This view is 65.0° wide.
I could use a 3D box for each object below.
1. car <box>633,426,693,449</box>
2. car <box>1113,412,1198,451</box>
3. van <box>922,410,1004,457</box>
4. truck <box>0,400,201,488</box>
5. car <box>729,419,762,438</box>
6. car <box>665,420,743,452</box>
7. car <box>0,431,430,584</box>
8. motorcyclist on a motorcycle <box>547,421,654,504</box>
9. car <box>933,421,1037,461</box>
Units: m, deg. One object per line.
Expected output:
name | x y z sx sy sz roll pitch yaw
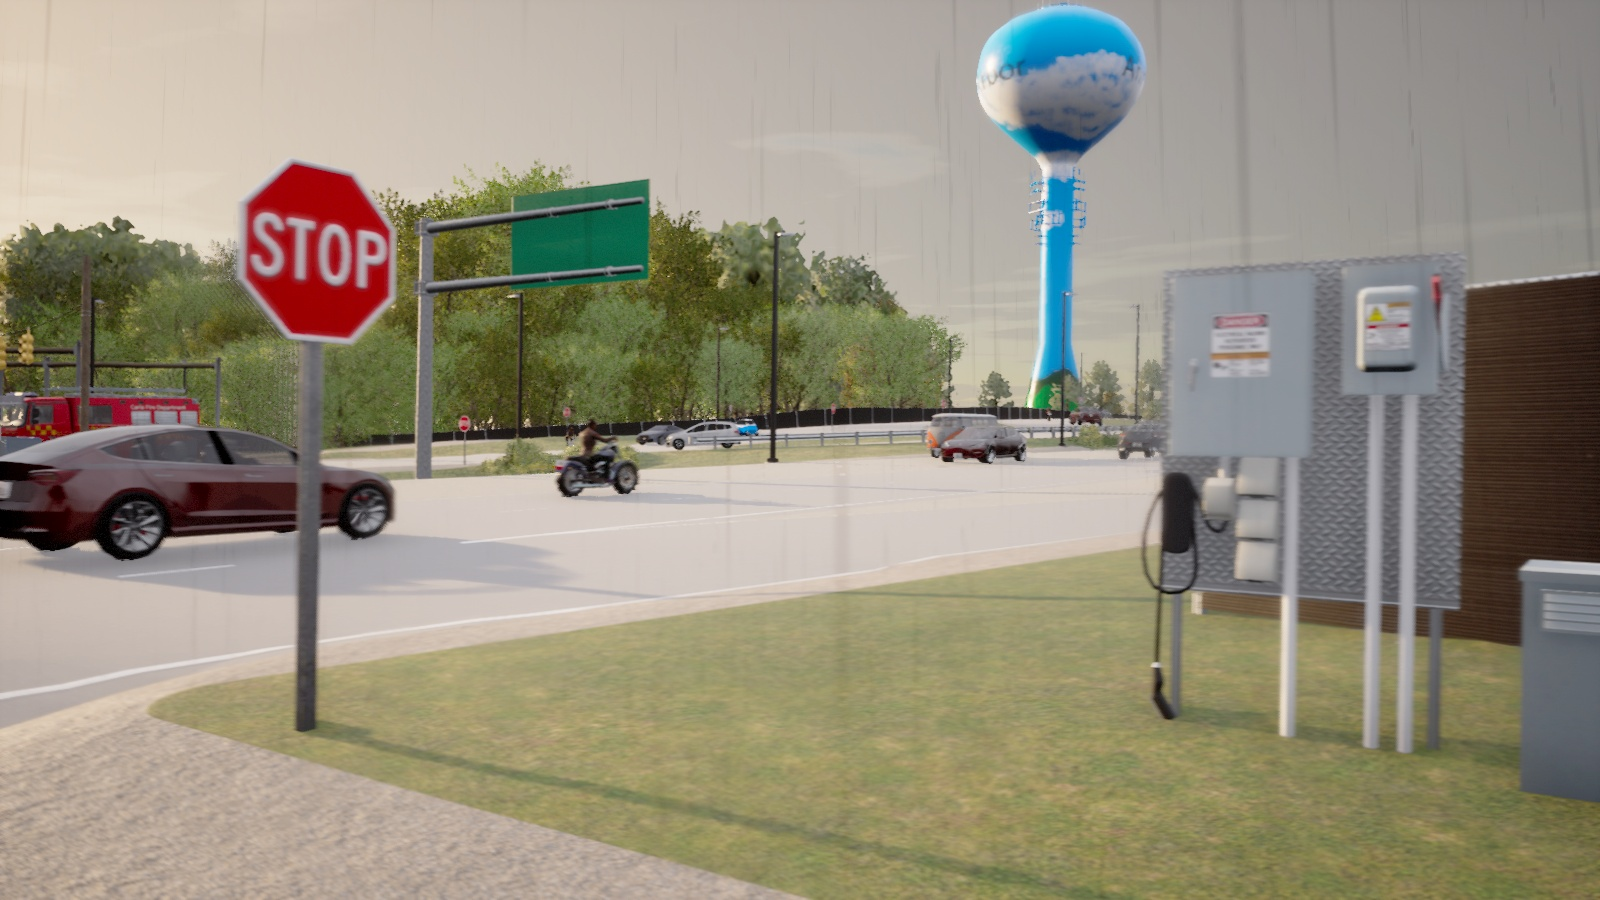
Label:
car | -9.787 -0.932 89.859 1.994 1.385 4.181 0 4 34
car | 15.863 -0.859 55.809 2.152 1.651 5.027 0 1 34
van | 7.237 -0.759 55.528 1.775 1.987 4.442 0 2 34
truck | -32.804 -0.393 58.488 2.891 3.827 8.468 0 2 33
car | -4.255 -1.668 97.867 1.481 1.376 2.207 0 4 34
car | -5.849 -0.846 76.508 4.611 1.667 2.242 -3 0 -5
car | -7.184 0.556 15.368 2.163 1.488 4.792 0 1 33
motorcyclist on a motorcycle | -4.119 0.231 26.109 0.766 1.649 2.350 0 1 34
car | 7.323 -0.379 49.386 2.163 1.488 4.792 0 2 34
